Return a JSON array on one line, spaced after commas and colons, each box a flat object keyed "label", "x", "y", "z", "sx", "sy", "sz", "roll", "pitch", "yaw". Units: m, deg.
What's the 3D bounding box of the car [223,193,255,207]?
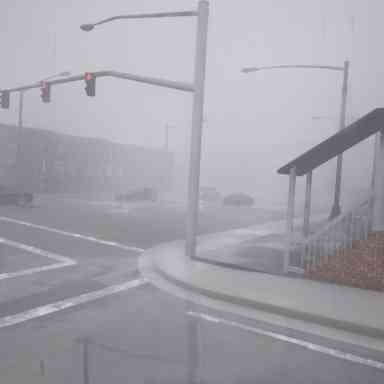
[{"label": "car", "x": 4.935, "y": 0.774, "z": 34.270, "sx": 1.994, "sy": 1.385, "sz": 4.181, "roll": 5, "pitch": 3, "yaw": 36}]

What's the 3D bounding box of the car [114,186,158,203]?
[{"label": "car", "x": -5.338, "y": 0.230, "z": 32.273, "sx": 1.837, "sy": 1.490, "sz": 4.892, "roll": 5, "pitch": 2, "yaw": 36}]

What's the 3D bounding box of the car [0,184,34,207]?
[{"label": "car", "x": -12.928, "y": 0.226, "z": 21.709, "sx": 1.837, "sy": 1.490, "sz": 4.892, "roll": 5, "pitch": 3, "yaw": 36}]

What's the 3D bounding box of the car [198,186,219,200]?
[{"label": "car", "x": 1.574, "y": 0.079, "z": 41.844, "sx": 2.097, "sy": 1.767, "sz": 4.553, "roll": 5, "pitch": 3, "yaw": 36}]
